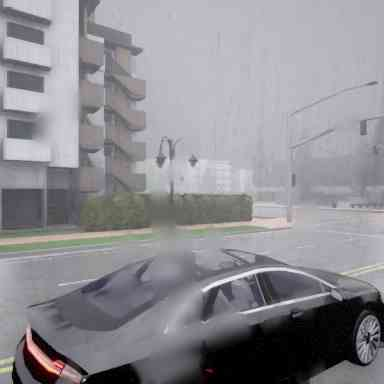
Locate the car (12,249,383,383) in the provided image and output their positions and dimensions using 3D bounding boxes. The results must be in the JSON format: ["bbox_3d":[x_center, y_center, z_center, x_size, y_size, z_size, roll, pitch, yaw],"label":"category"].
[{"bbox_3d":[0.548,1.492,4.147,4.902,1.511,2.128,0,0,-35],"label":"car"}]
